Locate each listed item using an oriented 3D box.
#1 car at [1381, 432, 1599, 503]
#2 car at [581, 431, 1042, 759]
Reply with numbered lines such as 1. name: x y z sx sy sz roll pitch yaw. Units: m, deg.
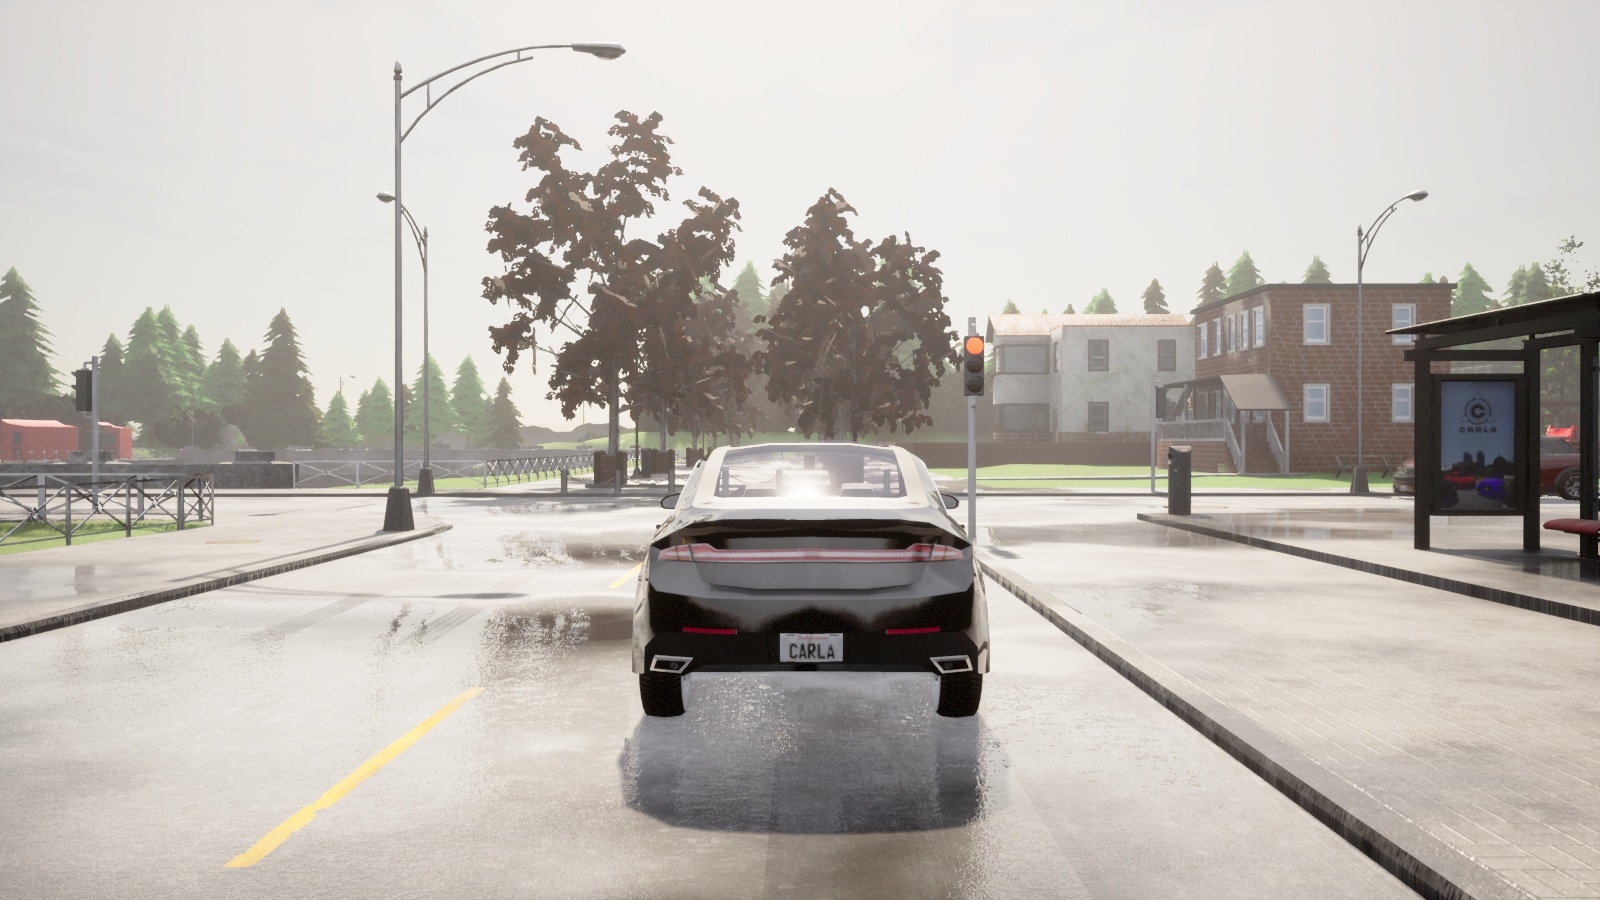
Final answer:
1. car: 17.847 0.435 32.606 4.553 1.767 2.097 0 0 1
2. car: 0.062 0.656 8.254 2.128 1.511 4.902 0 0 0
